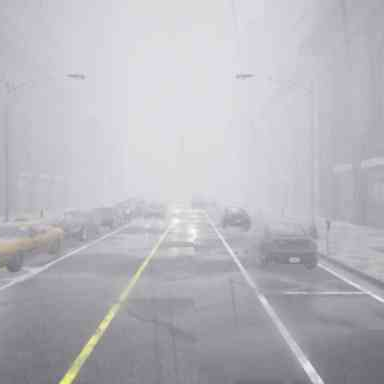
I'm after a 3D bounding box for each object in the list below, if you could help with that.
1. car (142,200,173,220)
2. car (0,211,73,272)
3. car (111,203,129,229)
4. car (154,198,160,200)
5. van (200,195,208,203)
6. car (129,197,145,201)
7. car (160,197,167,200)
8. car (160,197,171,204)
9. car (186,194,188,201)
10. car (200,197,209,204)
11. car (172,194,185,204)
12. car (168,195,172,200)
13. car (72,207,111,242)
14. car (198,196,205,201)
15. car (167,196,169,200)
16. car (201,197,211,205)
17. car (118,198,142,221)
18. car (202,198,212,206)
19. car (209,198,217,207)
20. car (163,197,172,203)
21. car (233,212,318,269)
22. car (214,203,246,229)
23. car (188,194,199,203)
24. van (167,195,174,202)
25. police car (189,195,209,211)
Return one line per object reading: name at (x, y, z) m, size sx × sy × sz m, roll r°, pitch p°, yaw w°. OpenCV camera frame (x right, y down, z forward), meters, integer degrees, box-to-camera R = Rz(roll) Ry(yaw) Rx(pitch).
car at (-3.105, 1.671, 29.408) m, size 2.033 × 1.411 × 5.357 m, roll 0°, pitch 0°, yaw 0°
car at (-5.761, 1.572, 10.958) m, size 1.752 × 1.417 × 4.829 m, roll 0°, pitch 0°, yaw 0°
car at (-5.763, 1.660, 22.331) m, size 1.947 × 1.339 × 4.313 m, roll 0°, pitch 0°, yaw 0°
car at (-5.766, 1.734, 44.738) m, size 1.887 × 1.381 × 4.507 m, roll 0°, pitch 0°, yaw 0°
van at (2.756, 1.676, 78.359) m, size 1.690 × 1.788 × 3.998 m, roll 0°, pitch 0°, yaw 0°
car at (-5.763, 1.456, 33.535) m, size 2.192 × 1.841 × 5.009 m, roll 0°, pitch 0°, yaw 0°
car at (-5.767, 1.819, 55.941) m, size 1.802 × 1.307 × 4.206 m, roll 0°, pitch 0°, yaw 0°
car at (-5.769, 1.855, 72.746) m, size 1.887 × 1.381 × 4.507 m, roll 0°, pitch 0°, yaw 0°
car at (-0.010, 1.734, 78.422) m, size 1.812 × 1.442 × 4.674 m, roll 0°, pitch 0°, yaw 0°
car at (2.756, 1.856, 72.756) m, size 1.887 × 1.381 × 4.507 m, roll 0°, pitch 0°, yaw 0°
car at (-3.009, 1.766, 70.182) m, size 1.882 × 1.535 × 5.008 m, roll 0°, pitch 0°, yaw 0°
car at (-5.768, 1.726, 67.145) m, size 1.967 × 1.590 × 4.097 m, roll 0°, pitch 0°, yaw 0°
car at (-5.762, 1.621, 16.729) m, size 2.008 × 1.369 × 4.403 m, roll 0°, pitch 0°, yaw 0°
car at (2.754, 1.849, 95.165) m, size 1.967 × 1.590 × 4.097 m, roll 0°, pitch 0°, yaw 0°
car at (-5.768, 1.786, 61.373) m, size 1.752 × 1.417 × 4.829 m, roll 0°, pitch 0°, yaw 0°
car at (2.757, 1.831, 67.155) m, size 1.887 × 1.381 × 4.507 m, roll 0°, pitch 0°, yaw 0°
car at (-5.763, 1.558, 27.933) m, size 1.967 × 1.590 × 4.097 m, roll 0°, pitch 0°, yaw 0°
car at (2.758, 1.788, 61.722) m, size 1.752 × 1.417 × 4.829 m, roll 0°, pitch 0°, yaw 0°
car at (2.759, 1.653, 50.348) m, size 1.967 × 1.590 × 4.097 m, roll 0°, pitch 0°, yaw 0°
car at (-5.770, 1.880, 78.349) m, size 1.887 × 1.381 × 4.507 m, roll 0°, pitch 0°, yaw 0°
car at (2.764, 1.598, 11.133) m, size 2.008 × 1.369 × 4.403 m, roll 0°, pitch 0°, yaw 0°
car at (2.762, 1.639, 22.338) m, size 1.887 × 1.381 × 4.507 m, roll 0°, pitch 0°, yaw 0°
car at (0.814, 1.453, 54.052) m, size 2.150 × 2.045 × 5.566 m, roll 0°, pitch 0°, yaw -1°
van at (-5.771, 1.725, 89.554) m, size 1.690 × 1.788 × 3.998 m, roll 0°, pitch 0°, yaw 0°
police car at (0.894, 1.612, 44.139) m, size 1.930 × 1.638 × 5.238 m, roll 0°, pitch 0°, yaw 0°
